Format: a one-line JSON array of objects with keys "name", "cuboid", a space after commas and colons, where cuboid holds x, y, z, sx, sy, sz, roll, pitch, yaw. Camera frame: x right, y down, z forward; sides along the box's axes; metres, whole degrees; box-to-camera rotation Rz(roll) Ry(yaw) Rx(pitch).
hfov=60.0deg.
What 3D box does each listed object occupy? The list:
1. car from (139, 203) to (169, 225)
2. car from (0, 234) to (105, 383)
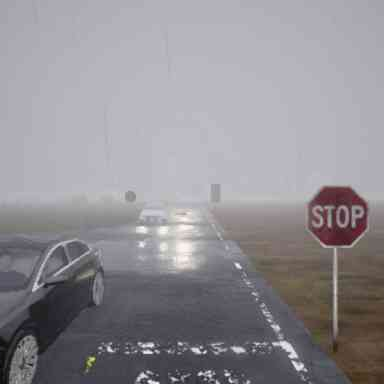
[{"name": "car", "cuboid": [-2.674, 1.552, 24.306, 1.812, 1.442, 4.674, 0, 0, 0]}, {"name": "car", "cuboid": [-2.735, 1.493, 5.130, 2.128, 1.511, 4.902, 0, 0, 0]}]
